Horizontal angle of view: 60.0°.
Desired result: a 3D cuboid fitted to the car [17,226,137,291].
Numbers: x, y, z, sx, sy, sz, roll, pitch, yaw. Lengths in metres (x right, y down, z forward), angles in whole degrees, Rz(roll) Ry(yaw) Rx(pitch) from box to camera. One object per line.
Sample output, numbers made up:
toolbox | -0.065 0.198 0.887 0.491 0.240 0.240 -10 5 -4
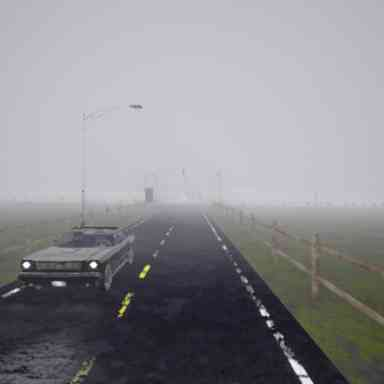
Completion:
car | -2.849 1.670 9.323 1.895 1.301 4.718 0 0 0
